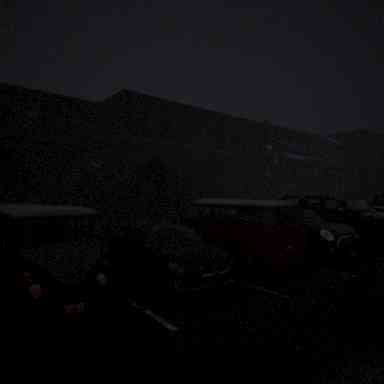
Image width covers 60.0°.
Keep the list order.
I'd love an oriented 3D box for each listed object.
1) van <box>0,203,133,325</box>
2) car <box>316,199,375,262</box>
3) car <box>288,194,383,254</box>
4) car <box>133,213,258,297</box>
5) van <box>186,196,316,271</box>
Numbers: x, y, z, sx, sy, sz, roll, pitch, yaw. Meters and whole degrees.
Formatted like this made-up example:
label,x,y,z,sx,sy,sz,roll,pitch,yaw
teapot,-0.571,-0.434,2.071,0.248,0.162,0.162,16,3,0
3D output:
label,x,y,z,sx,sy,sz,roll,pitch,yaw
van,-3.123,1.246,7.020,1.878,1.987,4.442,0,0,-36
car,3.641,1.295,12.022,2.185,1.767,4.553,0,0,-35
car,5.957,1.156,13.597,2.435,2.045,5.566,0,0,-35
car,-0.911,1.456,8.747,2.231,1.521,4.892,0,0,-35
van,1.308,1.212,10.463,1.878,1.987,4.442,0,0,-35
